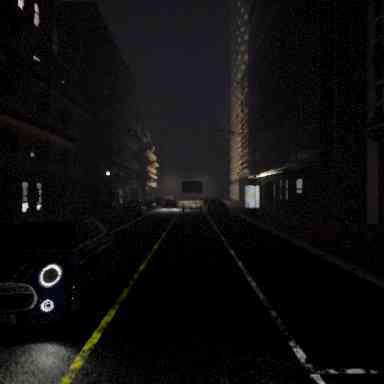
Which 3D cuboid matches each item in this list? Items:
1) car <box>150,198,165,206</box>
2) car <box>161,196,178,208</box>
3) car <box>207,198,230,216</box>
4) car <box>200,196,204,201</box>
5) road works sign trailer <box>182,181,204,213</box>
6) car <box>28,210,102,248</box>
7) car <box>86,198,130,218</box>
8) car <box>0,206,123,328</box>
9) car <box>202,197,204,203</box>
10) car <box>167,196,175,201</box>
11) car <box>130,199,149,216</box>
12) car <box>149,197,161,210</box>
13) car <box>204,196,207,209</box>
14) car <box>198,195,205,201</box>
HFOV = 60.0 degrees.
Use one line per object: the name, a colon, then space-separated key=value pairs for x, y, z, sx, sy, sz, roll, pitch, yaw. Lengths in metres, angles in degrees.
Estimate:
car: x=-5.673 y=1.626 z=55.021 sx=1.947 sy=1.339 sz=4.313 roll=0 pitch=0 yaw=0
car: x=-3.067 y=1.652 z=48.217 sx=1.895 sy=1.301 sz=4.718 roll=0 pitch=0 yaw=0
car: x=2.701 y=1.558 z=32.595 sx=1.752 sy=1.417 sz=4.829 roll=0 pitch=0 yaw=0
car: x=2.708 y=1.626 z=55.019 sx=1.947 sy=1.339 sz=4.313 roll=0 pitch=0 yaw=0
road works sign trailer: x=0.013 y=0.503 z=38.233 sx=2.380 sy=3.560 sz=2.880 roll=0 pitch=0 yaw=0
car: x=-5.685 y=1.596 z=15.481 sx=1.802 sy=1.307 sz=4.206 roll=0 pitch=0 yaw=0
car: x=-5.684 y=1.335 z=21.130 sx=2.192 sy=1.841 sz=5.009 roll=0 pitch=0 yaw=0
car: x=-3.095 y=1.357 z=7.302 sx=2.097 sy=1.767 sz=4.553 roll=0 pitch=0 yaw=0
car: x=2.704 y=1.596 z=43.722 sx=2.008 sy=1.369 sz=4.403 roll=0 pitch=0 yaw=0
car: x=-5.662 y=1.700 z=88.912 sx=1.802 sy=1.307 sz=4.206 roll=0 pitch=0 yaw=0
car: x=-5.679 y=1.472 z=32.428 sx=1.967 sy=1.590 sz=4.097 roll=0 pitch=0 yaw=0
car: x=-5.676 y=1.596 z=43.724 sx=2.008 sy=1.369 sz=4.403 roll=0 pitch=0 yaw=0
car: x=2.703 y=1.479 z=38.072 sx=1.967 sy=1.590 sz=4.097 roll=0 pitch=0 yaw=0
car: x=2.720 y=1.680 z=94.558 sx=2.008 sy=1.369 sz=4.403 roll=0 pitch=0 yaw=0
